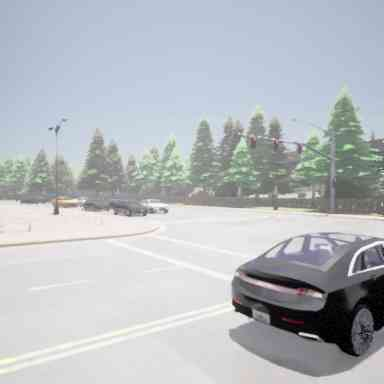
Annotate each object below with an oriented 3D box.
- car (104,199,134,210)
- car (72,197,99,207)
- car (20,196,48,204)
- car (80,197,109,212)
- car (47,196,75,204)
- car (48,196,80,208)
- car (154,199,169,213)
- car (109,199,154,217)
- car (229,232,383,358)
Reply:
[{"bbox_3d":[-9.427,1.567,42.679,1.895,1.301,4.718,0,0,-36],"label":"car"},{"bbox_3d":[-16.234,1.490,50.435,4.674,1.442,1.812,0,0,41],"label":"car"},{"bbox_3d":[-29.241,1.507,61.876,5.357,1.411,2.033,0,0,15],"label":"car"},{"bbox_3d":[-11.203,1.466,39.117,1.837,1.490,4.892,0,0,-36],"label":"car"},{"bbox_3d":[-25.192,1.457,64.067,4.902,1.511,2.128,0,0,18],"label":"car"},{"bbox_3d":[-18.007,1.438,47.371,5.008,1.535,1.882,1,0,42],"label":"car"},{"bbox_3d":[-4.173,1.492,35.245,1.812,1.442,4.674,0,0,-35],"label":"car"},{"bbox_3d":[-5.850,1.466,31.538,1.837,1.490,4.892,0,0,-35],"label":"car"},{"bbox_3d":[2.842,1.497,6.078,4.902,1.511,2.128,0,0,-39],"label":"car"}]
